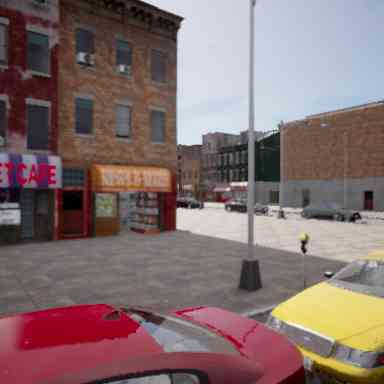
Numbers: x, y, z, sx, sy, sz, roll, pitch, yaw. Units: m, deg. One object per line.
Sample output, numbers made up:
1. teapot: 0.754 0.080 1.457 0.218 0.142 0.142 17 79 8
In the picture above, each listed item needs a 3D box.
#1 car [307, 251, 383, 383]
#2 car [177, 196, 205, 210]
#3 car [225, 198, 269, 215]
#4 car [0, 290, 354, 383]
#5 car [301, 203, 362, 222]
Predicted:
1. car: 3.150 1.529 5.050 4.829 1.417 1.752 0 0 -35
2. car: -0.474 1.286 39.711 1.882 1.535 5.008 0 0 -36
3. car: 5.175 1.363 31.863 1.837 1.490 4.892 0 0 -36
4. car: -1.185 1.545 1.959 4.507 1.381 1.887 0 0 -35
5. car: 10.292 1.485 24.763 1.994 1.385 4.181 0 0 -36
